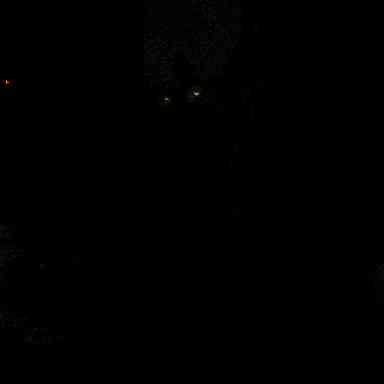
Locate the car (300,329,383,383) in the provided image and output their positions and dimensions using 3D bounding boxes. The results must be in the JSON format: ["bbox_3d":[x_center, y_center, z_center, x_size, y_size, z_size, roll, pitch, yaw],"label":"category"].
[{"bbox_3d":[2.738,1.315,0.853,5.009,1.841,2.192,0,0,36],"label":"car"}]
